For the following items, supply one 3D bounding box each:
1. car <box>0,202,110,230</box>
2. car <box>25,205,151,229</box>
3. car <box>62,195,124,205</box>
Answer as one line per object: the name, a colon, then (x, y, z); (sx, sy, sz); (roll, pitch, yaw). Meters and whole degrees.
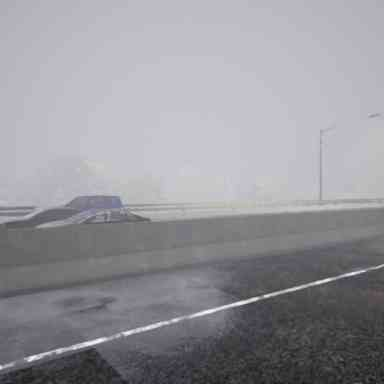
car: (-6.868, 1.472, 16.220); (5.008, 1.535, 1.882); (0, 0, -35)
car: (-4.014, 1.487, 13.946); (4.902, 1.511, 2.128); (0, 0, -35)
car: (-6.823, 1.215, 20.515); (5.566, 2.045, 2.150); (0, 0, -35)
